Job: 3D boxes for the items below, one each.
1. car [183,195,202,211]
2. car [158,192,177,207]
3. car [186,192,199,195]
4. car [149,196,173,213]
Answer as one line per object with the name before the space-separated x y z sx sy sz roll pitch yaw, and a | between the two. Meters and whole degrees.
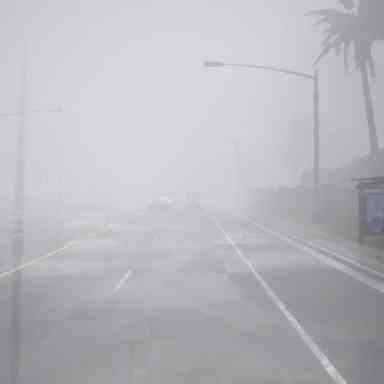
car | 0.114 1.354 37.247 1.812 1.442 4.674 0 0 0
car | -3.405 0.990 45.312 2.150 2.045 5.566 0 0 4
car | 0.114 0.967 47.528 2.150 2.045 5.566 0 0 0
car | -3.393 1.450 35.300 1.895 1.301 4.718 0 0 0
